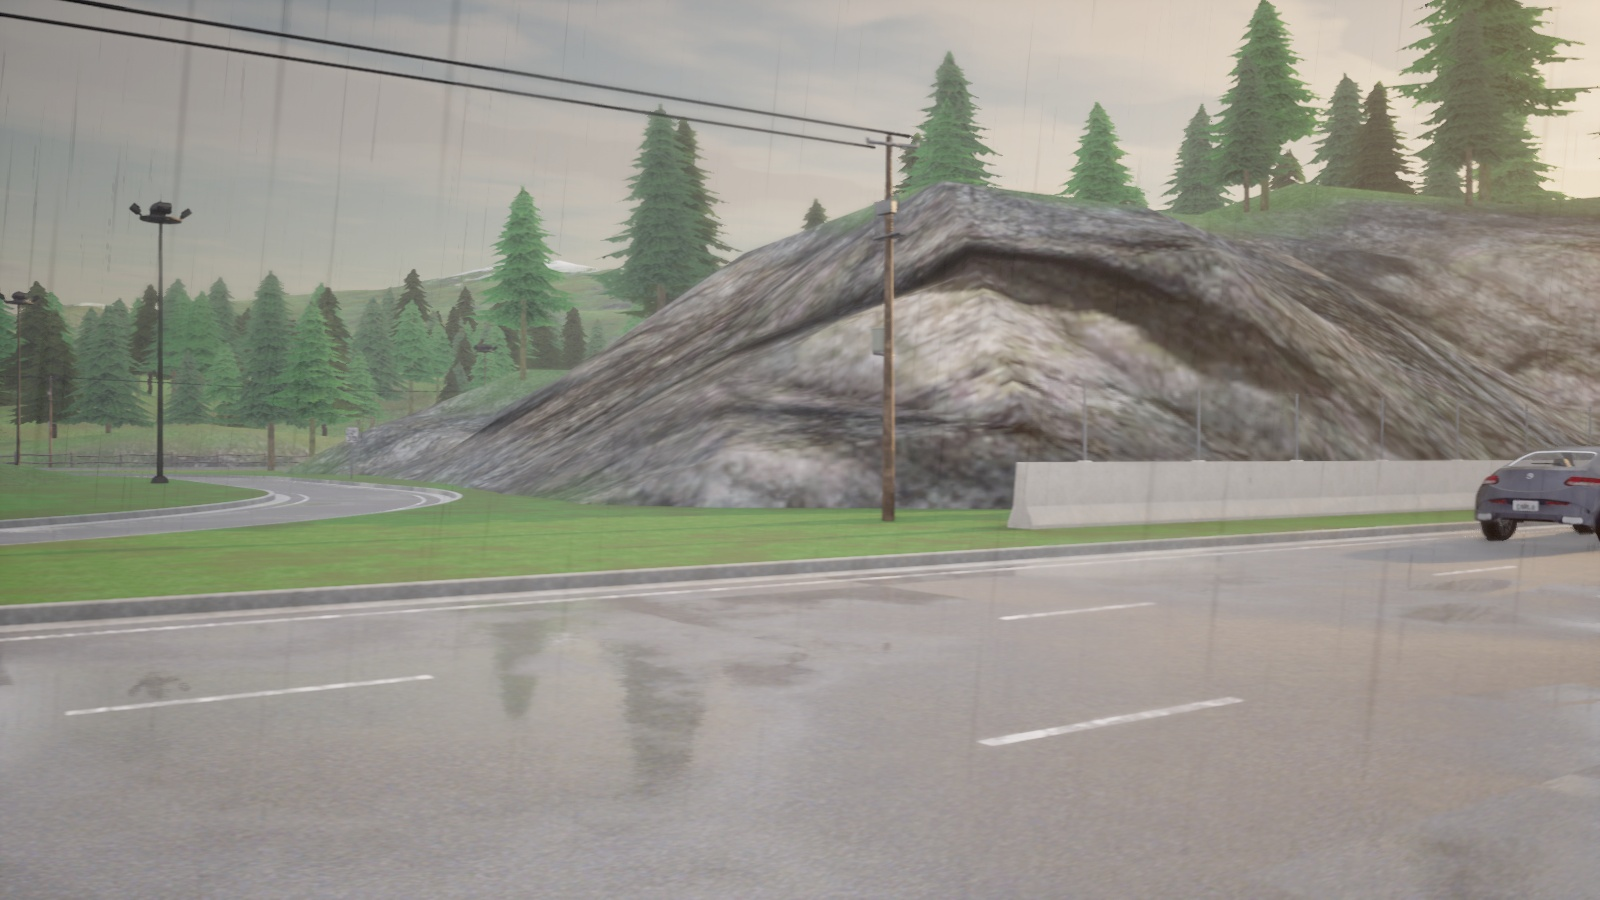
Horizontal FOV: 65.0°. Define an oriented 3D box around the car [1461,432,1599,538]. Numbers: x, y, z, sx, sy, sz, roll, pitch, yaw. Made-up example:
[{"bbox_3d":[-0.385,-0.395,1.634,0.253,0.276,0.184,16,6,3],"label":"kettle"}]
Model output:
[{"bbox_3d":[13.905,0.547,21.867,5.027,1.651,2.152,0,0,-35],"label":"car"}]
